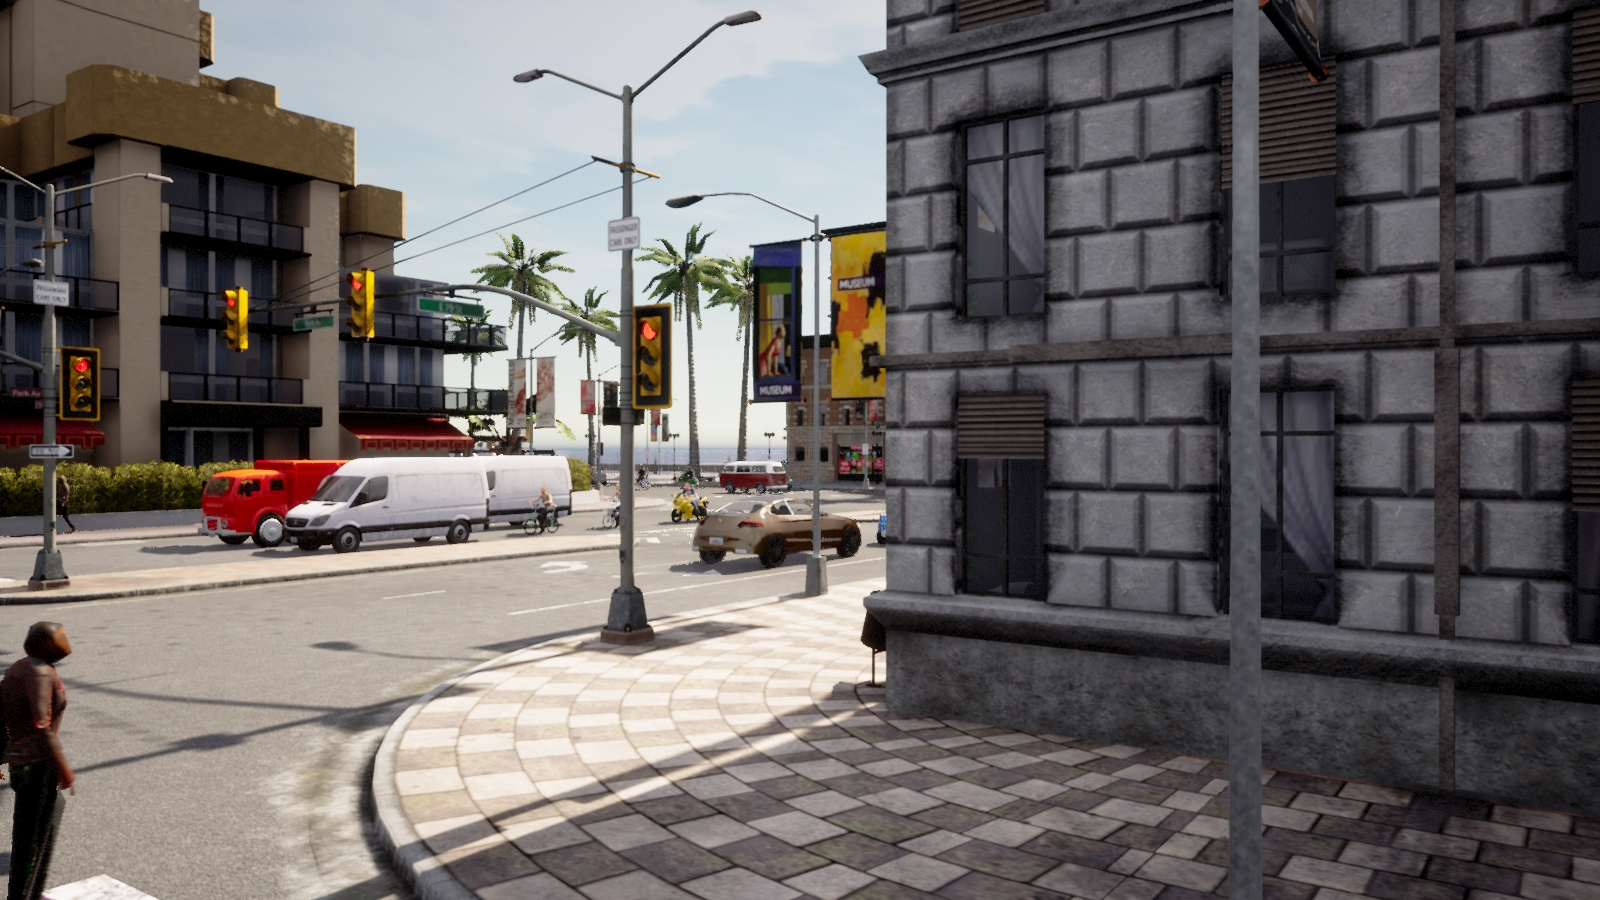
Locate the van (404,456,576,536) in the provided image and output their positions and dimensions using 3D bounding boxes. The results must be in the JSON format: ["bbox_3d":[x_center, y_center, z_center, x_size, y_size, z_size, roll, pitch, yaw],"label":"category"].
[{"bbox_3d":[-10.774,1.504,40.210,1.988,2.561,5.915,0,0,35],"label":"van"}]

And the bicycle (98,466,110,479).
[{"bbox_3d":[-66.014,2.104,108.346,1.835,1.171,0.329,0,0,36],"label":"bicycle"}]

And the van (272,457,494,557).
[{"bbox_3d":[-11.767,1.508,32.750,1.988,2.561,5.915,0,0,35],"label":"van"}]

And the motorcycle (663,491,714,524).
[{"bbox_3d":[-4.228,2.186,43.527,0.803,1.145,2.033,0,0,35],"label":"motorcycle"}]

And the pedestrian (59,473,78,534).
[{"bbox_3d":[-22.687,1.660,35.425,0.375,1.860,0.375,0,0,35],"label":"pedestrian"}]

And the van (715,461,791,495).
[{"bbox_3d":[-3.021,1.741,72.796,4.480,2.038,2.069,0,0,36],"label":"van"}]

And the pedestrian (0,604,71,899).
[{"bbox_3d":[-4.434,1.841,6.510,0.375,1.860,0.375,0,0,39],"label":"pedestrian"}]

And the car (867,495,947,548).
[{"bbox_3d":[3.206,2.104,34.060,1.481,1.376,2.207,0,0,35],"label":"car"}]

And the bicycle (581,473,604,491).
[{"bbox_3d":[-13.882,2.159,76.264,1.835,1.171,0.329,0,0,35],"label":"bicycle"}]

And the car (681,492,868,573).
[{"bbox_3d":[-0.524,1.976,28.744,2.152,1.651,5.027,0,0,35],"label":"car"}]

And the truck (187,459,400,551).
[{"bbox_3d":[-15.030,1.538,34.204,2.627,2.467,5.204,0,0,35],"label":"truck"}]

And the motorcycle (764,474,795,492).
[{"bbox_3d":[-1.364,2.172,75.938,2.033,1.145,0.803,0,0,36],"label":"motorcycle"}]

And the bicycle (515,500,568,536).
[{"bbox_3d":[-8.472,2.229,37.484,0.859,1.080,1.487,0,0,35],"label":"bicycle"}]
